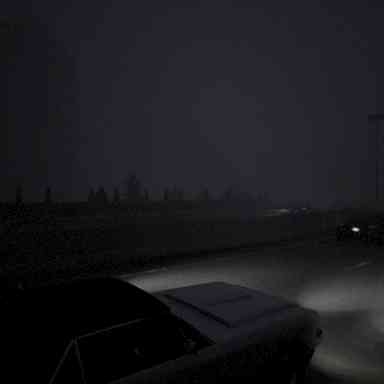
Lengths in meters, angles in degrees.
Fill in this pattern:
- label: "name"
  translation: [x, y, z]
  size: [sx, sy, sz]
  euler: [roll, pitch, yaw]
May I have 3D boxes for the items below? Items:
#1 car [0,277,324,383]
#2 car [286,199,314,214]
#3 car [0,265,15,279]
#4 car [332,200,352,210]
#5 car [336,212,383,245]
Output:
- label: "car"
  translation: [-0.718, 1.618, 3.399]
  size: [4.718, 1.301, 1.895]
  euler: [0, 0, -37]
- label: "car"
  translation: [12.673, 1.755, 38.155]
  size: [1.812, 1.442, 4.674]
  euler: [0, 0, 33]
- label: "car"
  translation: [-4.976, 1.615, 4.620]
  size: [4.718, 1.301, 1.895]
  euler: [0, 0, -35]
- label: "car"
  translation: [18.464, 1.748, 40.870]
  size: [2.128, 1.511, 4.902]
  euler: [0, 0, 30]
- label: "car"
  translation: [8.760, 1.670, 16.356]
  size: [1.994, 1.385, 4.181]
  euler: [0, 0, 45]
